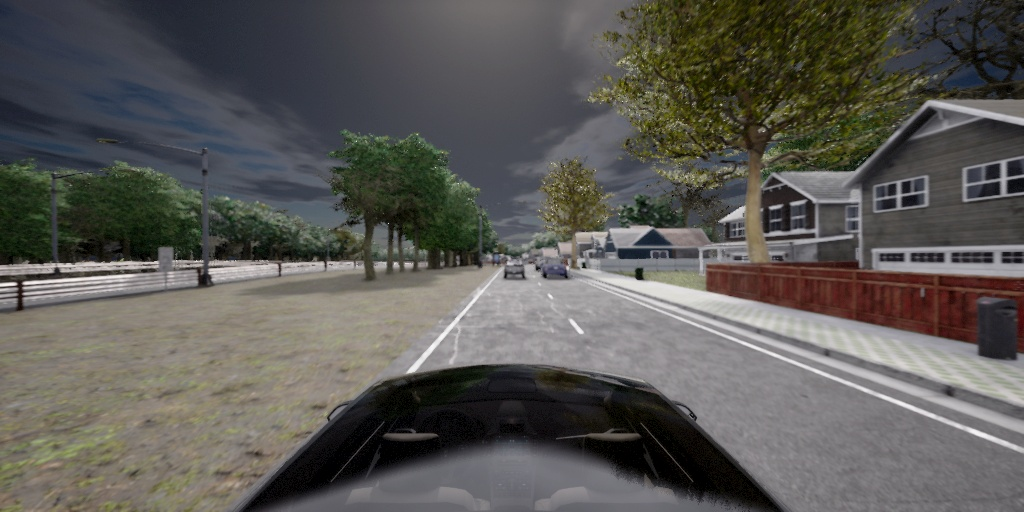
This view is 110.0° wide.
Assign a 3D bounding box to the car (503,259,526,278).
[{"bbox_3d":[0.225,1.145,32.091,2.128,1.511,4.902,0,0,1],"label":"car"}]

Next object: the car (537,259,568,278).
[{"bbox_3d":[3.728,1.010,32.432,2.097,1.767,4.553,0,0,1],"label":"car"}]

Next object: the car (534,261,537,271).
[{"bbox_3d":[3.869,1.214,46.148,1.895,1.301,4.718,0,0,1],"label":"car"}]
